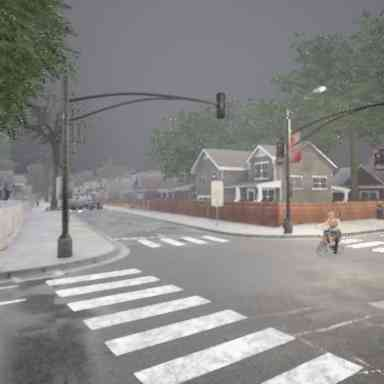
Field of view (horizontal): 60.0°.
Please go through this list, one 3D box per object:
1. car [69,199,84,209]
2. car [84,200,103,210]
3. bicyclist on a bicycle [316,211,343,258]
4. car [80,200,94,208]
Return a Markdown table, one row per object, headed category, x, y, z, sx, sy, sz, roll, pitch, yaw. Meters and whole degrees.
| category | x | y | z | sx | sy | sz | roll | pitch | yaw |
| --- | --- | --- | --- | --- | --- | --- | --- | --- | --- |
| car | -19.249 | 1.903 | 54.172 | 2.097 | 1.767 | 4.553 | 0 | -1 | -24 |
| car | -15.009 | 2.021 | 51.476 | 1.837 | 1.490 | 4.892 | 0 | -1 | -24 |
| bicyclist on a bicycle | 4.931 | 1.491 | 11.848 | 1.509 | 1.612 | 0.866 | 0 | 0 | -33 |
| car | -19.308 | 2.176 | 60.969 | 1.994 | 1.385 | 4.181 | 0 | -1 | -24 |
